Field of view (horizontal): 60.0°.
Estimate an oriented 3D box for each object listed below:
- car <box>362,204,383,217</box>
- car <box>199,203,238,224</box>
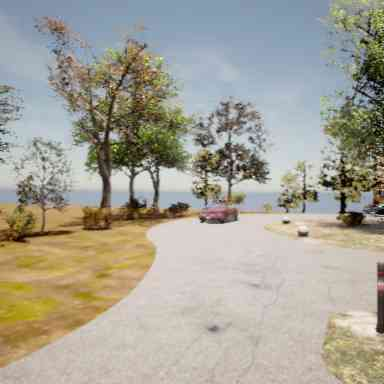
[{"bbox_3d":[19.545,1.719,32.923,4.902,1.511,2.128,1,-1,21],"label":"car"},{"bbox_3d":[2.149,1.566,25.302,1.812,1.442,4.674,0,0,26],"label":"car"}]
